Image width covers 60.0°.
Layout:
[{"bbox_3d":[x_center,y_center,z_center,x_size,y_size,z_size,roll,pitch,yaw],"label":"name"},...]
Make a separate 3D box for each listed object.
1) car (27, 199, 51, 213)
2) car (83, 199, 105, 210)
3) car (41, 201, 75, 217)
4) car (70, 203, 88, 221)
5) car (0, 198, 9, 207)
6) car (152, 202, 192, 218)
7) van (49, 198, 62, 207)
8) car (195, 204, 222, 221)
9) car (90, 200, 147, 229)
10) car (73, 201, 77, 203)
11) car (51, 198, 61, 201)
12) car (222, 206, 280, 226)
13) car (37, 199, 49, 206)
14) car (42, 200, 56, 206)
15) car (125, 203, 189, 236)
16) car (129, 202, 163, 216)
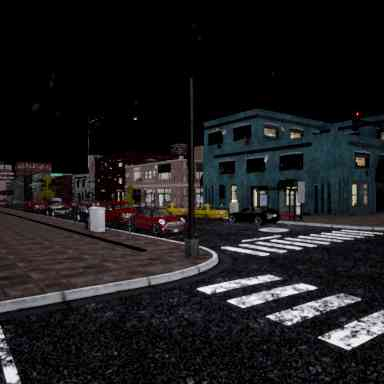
[{"bbox_3d":[-22.264,1.952,47.551,2.192,1.841,5.009,-1,0,-36],"label":"car"},{"bbox_3d":[-15.533,2.003,52.491,1.967,1.590,4.097,-1,0,-36],"label":"car"},{"bbox_3d":[-15.535,2.053,38.460,2.008,1.369,4.403,-1,0,-36],"label":"car"},{"bbox_3d":[-8.811,1.919,29.370,2.008,1.369,4.403,-1,0,-36],"label":"car"},{"bbox_3d":[-42.470,2.358,74.798,2.192,1.841,5.009,-1,0,-36],"label":"car"},{"bbox_3d":[-2.184,1.821,34.446,1.752,1.417,4.829,-1,0,-36],"label":"car"},{"bbox_3d":[-28.983,2.174,70.673,1.690,1.788,3.998,-1,0,-36],"label":"van"},{"bbox_3d":[1.178,1.753,29.901,1.752,1.417,4.829,-1,0,-36],"label":"car"},{"bbox_3d":[-5.454,1.616,24.824,2.192,1.841,5.009,-1,0,-36],"label":"car"},{"bbox_3d":[-22.254,2.279,61.582,1.802,1.307,4.206,-1,0,-36],"label":"car"},{"bbox_3d":[-25.297,2.265,61.343,1.812,1.442,4.674,-1,0,-35],"label":"car"},{"bbox_3d":[4.643,1.725,25.219,1.947,1.339,4.313,-1,0,-36],"label":"car"},{"bbox_3d":[-35.803,2.495,79.901,1.752,1.417,4.829,-1,0,-36],"label":"car"},{"bbox_3d":[-32.340,2.445,75.219,1.887,1.381,4.507,-1,0,-36],"label":"car"},{"bbox_3d":[-2.089,1.674,20.279,1.967,1.590,4.097,-1,0,-36],"label":"car"},{"bbox_3d":[-5.445,1.911,38.855,2.008,1.369,4.403,-1,0,-36],"label":"car"}]
